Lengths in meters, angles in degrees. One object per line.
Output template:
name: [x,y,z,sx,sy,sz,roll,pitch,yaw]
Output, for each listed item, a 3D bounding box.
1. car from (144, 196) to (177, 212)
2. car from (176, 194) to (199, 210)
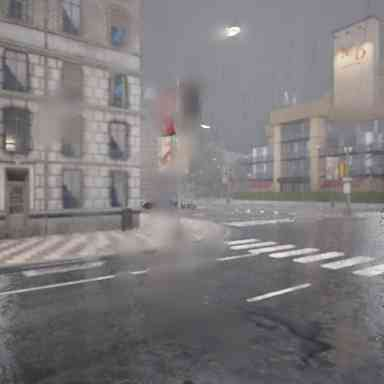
car: [-3.956,1.525,38.753,1.994,1.385,4.181,0,0,-36]
car: [-1.308,1.306,41.067,2.097,1.767,4.553,0,0,-36]
